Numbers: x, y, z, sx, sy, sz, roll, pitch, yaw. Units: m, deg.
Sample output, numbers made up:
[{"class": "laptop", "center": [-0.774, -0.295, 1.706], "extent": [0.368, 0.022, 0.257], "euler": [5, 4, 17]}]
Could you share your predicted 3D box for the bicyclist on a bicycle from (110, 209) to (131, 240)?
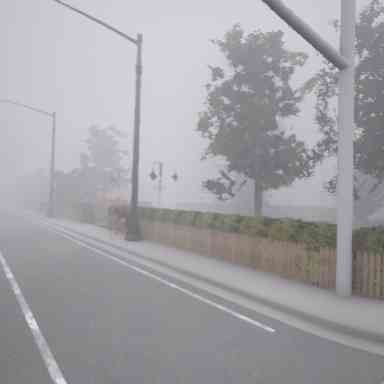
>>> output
[{"class": "bicyclist on a bicycle", "center": [-3.550, 1.616, 17.070], "extent": [1.656, 1.620, 0.582], "euler": [-7, -16, -36]}]
